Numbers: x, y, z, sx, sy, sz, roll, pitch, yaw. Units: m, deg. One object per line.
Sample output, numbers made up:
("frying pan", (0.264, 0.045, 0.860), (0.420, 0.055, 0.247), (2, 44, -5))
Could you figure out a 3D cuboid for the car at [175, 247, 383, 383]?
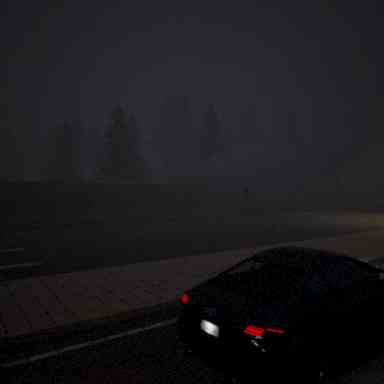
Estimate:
("car", (1.836, 1.562, 5.054), (4.181, 1.385, 1.994), (0, 0, -35))
